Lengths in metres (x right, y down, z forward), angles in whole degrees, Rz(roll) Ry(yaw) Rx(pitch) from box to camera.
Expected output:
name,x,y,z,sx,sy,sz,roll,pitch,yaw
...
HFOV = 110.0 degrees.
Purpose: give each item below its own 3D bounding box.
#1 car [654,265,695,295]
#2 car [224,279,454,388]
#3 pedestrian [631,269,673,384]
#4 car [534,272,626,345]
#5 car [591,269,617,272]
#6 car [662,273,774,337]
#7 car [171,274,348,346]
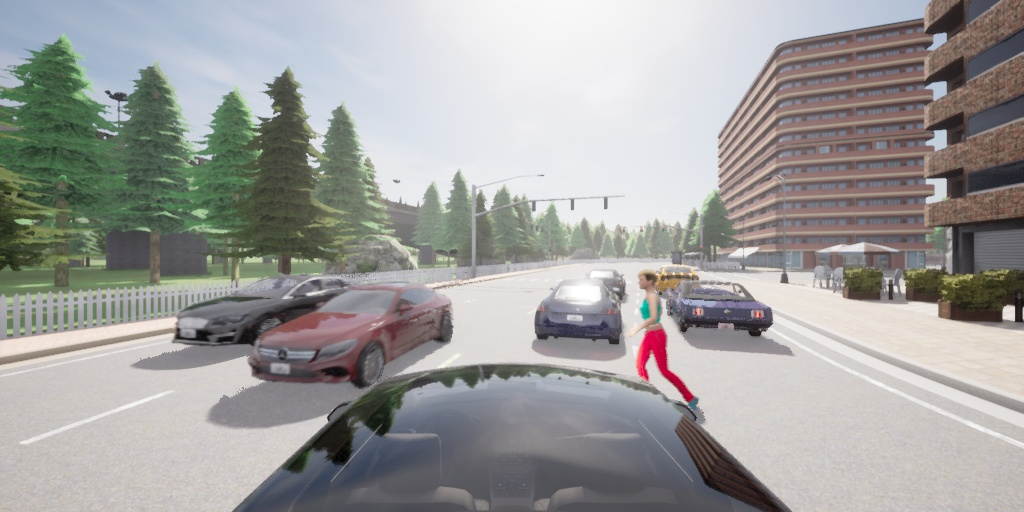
name,x,y,z,sx,sy,sz,roll,pitch,yaw
car,8.768,1.224,19.235,1.882,1.535,5.008,0,0,19
car,-2.651,1.275,7.164,1.812,1.442,4.674,0,0,13
pedestrian,1.828,1.043,4.705,0.375,1.860,0.375,0,0,9
car,1.918,1.312,9.698,1.994,1.385,4.181,0,0,16
car,4.533,1.311,17.680,1.994,1.385,4.181,0,0,19
car,5.665,1.349,10.423,1.895,1.301,4.718,0,0,18
car,-5.714,1.240,9.360,2.128,1.511,4.902,0,0,14
